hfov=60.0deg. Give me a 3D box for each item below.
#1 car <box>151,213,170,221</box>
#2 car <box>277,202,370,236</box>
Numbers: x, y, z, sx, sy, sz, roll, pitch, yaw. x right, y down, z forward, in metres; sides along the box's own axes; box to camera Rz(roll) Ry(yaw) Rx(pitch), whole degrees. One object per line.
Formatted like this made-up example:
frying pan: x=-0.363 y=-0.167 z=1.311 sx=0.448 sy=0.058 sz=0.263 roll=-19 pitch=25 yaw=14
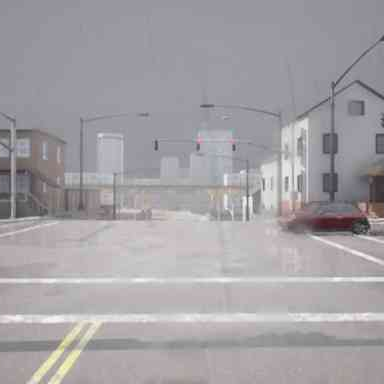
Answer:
car: x=-3.559 y=3.143 z=37.893 sx=1.882 sy=1.535 sz=5.008 roll=0 pitch=-8 yaw=0
car: x=6.991 y=1.351 z=18.000 sx=4.553 sy=1.767 sz=2.097 roll=0 pitch=0 yaw=-1
